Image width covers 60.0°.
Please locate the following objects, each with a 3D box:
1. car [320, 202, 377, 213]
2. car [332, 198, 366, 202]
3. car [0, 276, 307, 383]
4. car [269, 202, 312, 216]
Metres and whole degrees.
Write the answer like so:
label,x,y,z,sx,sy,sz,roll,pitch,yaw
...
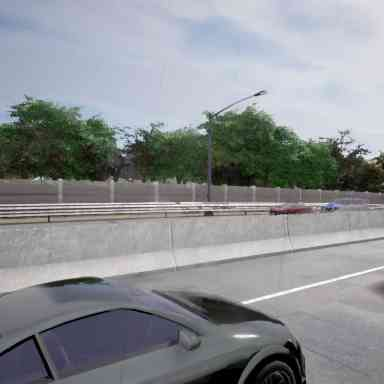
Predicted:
label,x,y,z,sx,sy,sz,roll,pitch,yaw
car,12.378,1.730,25.638,5.008,1.535,1.882,1,-1,-35
car,14.426,1.580,31.382,5.566,2.045,2.150,2,-1,-35
car,-0.842,1.566,3.152,4.181,1.385,1.994,0,0,-35
car,9.598,1.761,32.248,5.008,1.535,1.882,1,-1,-35
